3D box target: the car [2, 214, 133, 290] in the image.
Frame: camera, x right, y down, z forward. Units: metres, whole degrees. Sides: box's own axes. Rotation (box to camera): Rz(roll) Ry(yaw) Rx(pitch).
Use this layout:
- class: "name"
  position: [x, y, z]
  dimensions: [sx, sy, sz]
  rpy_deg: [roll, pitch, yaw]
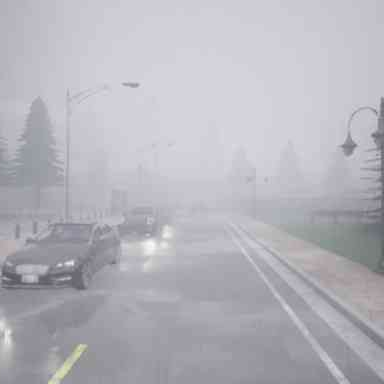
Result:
- class: "car"
  position: [-3.348, 1.610, 9.487]
  dimensions: [2.128, 1.511, 4.902]
  rpy_deg: [0, -1, 2]

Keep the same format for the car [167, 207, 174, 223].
- class: "car"
  position: [-2.718, 1.970, 29.155]
  dimensions: [1.895, 1.301, 4.718]
  rpy_deg: [0, -1, 2]

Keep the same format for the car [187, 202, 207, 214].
- class: "car"
  position: [0.661, 2.064, 44.126]
  dimensions: [2.128, 1.511, 4.902]
  rpy_deg: [0, -1, -11]

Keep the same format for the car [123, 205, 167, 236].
- class: "car"
  position: [-2.974, 1.603, 20.003]
  dimensions: [2.097, 1.767, 4.553]
  rpy_deg: [0, -1, 2]
